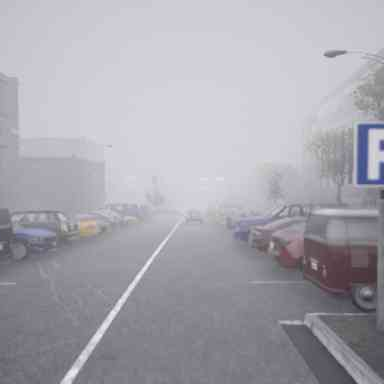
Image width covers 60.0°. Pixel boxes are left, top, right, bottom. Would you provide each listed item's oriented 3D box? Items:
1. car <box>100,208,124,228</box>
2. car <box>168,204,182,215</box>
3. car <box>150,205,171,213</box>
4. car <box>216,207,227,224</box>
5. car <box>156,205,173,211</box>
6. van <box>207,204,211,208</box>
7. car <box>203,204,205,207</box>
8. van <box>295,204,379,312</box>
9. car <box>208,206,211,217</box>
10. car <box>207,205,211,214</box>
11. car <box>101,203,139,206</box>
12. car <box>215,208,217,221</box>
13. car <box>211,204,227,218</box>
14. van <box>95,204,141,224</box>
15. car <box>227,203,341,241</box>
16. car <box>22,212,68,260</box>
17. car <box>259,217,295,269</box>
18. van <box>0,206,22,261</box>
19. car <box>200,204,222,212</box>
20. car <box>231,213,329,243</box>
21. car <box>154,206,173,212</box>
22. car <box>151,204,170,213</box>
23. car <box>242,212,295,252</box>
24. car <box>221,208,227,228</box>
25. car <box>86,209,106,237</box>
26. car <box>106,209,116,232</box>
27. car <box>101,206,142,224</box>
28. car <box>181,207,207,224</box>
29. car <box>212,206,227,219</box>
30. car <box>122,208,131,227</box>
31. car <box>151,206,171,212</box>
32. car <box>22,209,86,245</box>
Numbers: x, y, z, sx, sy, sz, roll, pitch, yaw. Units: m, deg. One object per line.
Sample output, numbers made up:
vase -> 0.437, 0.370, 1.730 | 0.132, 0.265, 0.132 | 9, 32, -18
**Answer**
car -> -7.599, 2.107, 23.751 | 4.674, 1.452, 2.002 | 0, -2, 0
car -> -2.798, 3.363, 60.193 | 1.812, 1.442, 4.674 | 0, -2, 0
car -> -7.386, 3.916, 78.014 | 4.553, 1.767, 2.185 | 0, -2, 0
car -> 4.923, 2.186, 26.646 | 5.366, 1.575, 1.946 | 0, -2, 0
car -> -7.408, 4.348, 89.885 | 4.553, 1.767, 2.185 | 0, -2, 0
van -> 4.688, 2.674, 46.197 | 4.442, 1.987, 1.878 | 0, -2, 0
car -> 4.830, 3.384, 62.944 | 4.553, 1.767, 2.185 | 0, -2, 0
van -> 4.788, 1.320, 7.134 | 4.442, 1.987, 1.878 | 0, -1, 0
car -> 4.779, 2.698, 40.605 | 4.892, 1.521, 2.231 | 0, -2, 0
car -> 4.801, 2.800, 43.397 | 4.892, 1.521, 2.231 | 0, -2, 0
car -> -7.602, 2.116, 32.005 | 5.566, 2.045, 2.435 | 0, -2, 0
car -> 4.776, 2.320, 29.438 | 4.792, 1.488, 2.163 | 0, -2, 0
car -> 4.744, 2.470, 37.820 | 4.553, 1.767, 2.185 | 0, -2, 0
van -> -7.681, 2.242, 34.794 | 4.442, 1.987, 1.878 | 0, -2, 0
car -> 4.672, 1.531, 15.489 | 5.566, 2.045, 2.435 | 0, -2, 0
car -> -7.646, 1.661, 12.470 | 5.008, 1.535, 2.097 | 0, -2, 0
car -> 4.710, 1.634, 9.915 | 4.792, 1.488, 2.163 | 0, -2, 0
van -> -7.767, 1.357, 9.703 | 4.442, 1.987, 1.878 | 0, -1, 0
car -> 4.909, 4.072, 85.283 | 5.566, 2.045, 2.435 | 0, -2, 0
car -> 4.680, 1.913, 18.270 | 4.792, 1.488, 2.163 | 0, -2, 0
car -> -7.416, 4.397, 86.943 | 4.792, 1.488, 2.163 | 0, -2, 0
car -> -7.455, 3.688, 75.208 | 5.566, 2.045, 2.435 | 0, -2, 0
car -> 4.690, 1.686, 12.747 | 5.008, 1.535, 2.097 | 0, -2, 0
car -> 4.757, 2.117, 23.853 | 4.792, 1.488, 2.163 | 0, -2, 0
car -> -7.807, 1.860, 18.176 | 5.366, 1.575, 1.946 | 0, -2, 0
car -> -7.583, 1.995, 20.964 | 4.792, 1.488, 2.163 | 0, -2, 0
car -> -7.398, 2.267, 29.331 | 5.366, 1.575, 1.946 | 0, -2, 0
car -> 0.216, 2.533, 34.400 | 2.033, 1.411, 5.357 | 0, -2, 0
car -> 4.942, 2.389, 32.230 | 5.366, 1.575, 1.946 | 0, -2, 0
car -> -7.591, 2.204, 26.416 | 4.674, 1.452, 2.002 | 0, -2, 0
car -> -7.405, 4.189, 80.944 | 4.674, 1.452, 2.002 | 0, -2, 0
car -> -7.600, 1.632, 15.263 | 4.553, 1.767, 2.185 | 0, -2, 0
